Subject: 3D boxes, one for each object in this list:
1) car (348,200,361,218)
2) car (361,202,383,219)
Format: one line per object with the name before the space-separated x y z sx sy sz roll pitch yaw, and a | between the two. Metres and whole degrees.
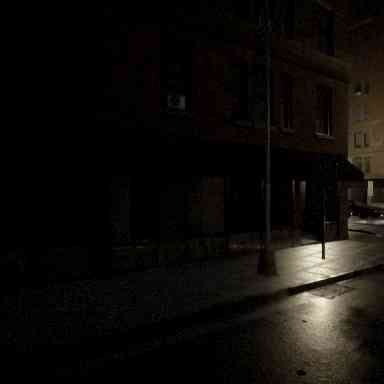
car | 9.964 1.279 25.649 1.837 1.490 4.892 0 1 -35
car | 12.877 1.327 27.203 2.033 1.411 5.357 0 1 -32
